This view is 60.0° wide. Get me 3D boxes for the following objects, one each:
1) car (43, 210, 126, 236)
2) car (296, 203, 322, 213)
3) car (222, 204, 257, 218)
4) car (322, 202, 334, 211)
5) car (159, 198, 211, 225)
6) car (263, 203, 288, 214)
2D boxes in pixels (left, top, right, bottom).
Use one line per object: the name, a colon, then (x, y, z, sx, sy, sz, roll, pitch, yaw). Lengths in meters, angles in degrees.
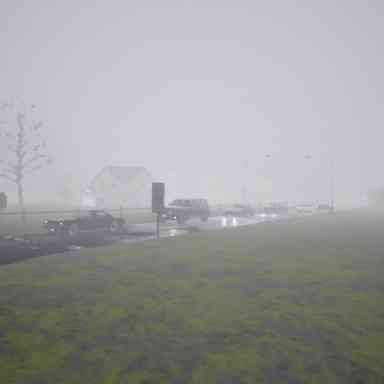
car: (-6.315, 1.781, 19.871, 1.895, 1.301, 4.718, 1, 0, 35)
car: (16.335, 2.285, 46.864, 1.895, 1.301, 4.718, 1, 0, 35)
car: (5.349, 2.003, 36.387, 2.033, 1.411, 5.357, 1, 0, 35)
car: (22.162, 2.377, 55.112, 1.994, 1.385, 4.181, 1, 0, 35)
car: (-0.563, 1.539, 28.014, 2.150, 2.045, 5.566, 1, 0, 35)
car: (11.280, 2.192, 44.727, 1.895, 1.301, 4.718, 1, 0, 36)
